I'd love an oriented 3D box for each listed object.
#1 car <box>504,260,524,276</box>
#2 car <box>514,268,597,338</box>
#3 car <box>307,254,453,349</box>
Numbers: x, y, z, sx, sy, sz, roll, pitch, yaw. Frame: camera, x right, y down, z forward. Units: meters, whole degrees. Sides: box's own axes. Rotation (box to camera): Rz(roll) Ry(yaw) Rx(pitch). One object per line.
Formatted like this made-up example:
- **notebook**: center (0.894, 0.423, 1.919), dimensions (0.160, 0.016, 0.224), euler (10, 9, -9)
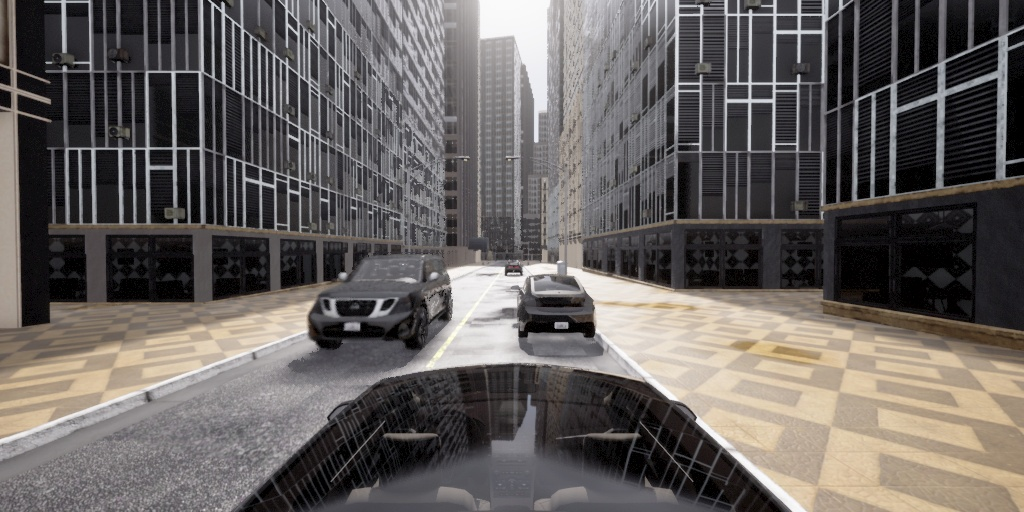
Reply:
- **car**: center (0.180, 1.263, 37.845), dimensions (1.837, 1.490, 4.892), euler (0, 0, 0)
- **car**: center (1.075, 1.255, 10.168), dimensions (1.837, 1.490, 4.892), euler (0, 0, 0)
- **car**: center (-2.977, 0.971, 9.473), dimensions (2.150, 2.045, 5.566), euler (0, 0, 0)
